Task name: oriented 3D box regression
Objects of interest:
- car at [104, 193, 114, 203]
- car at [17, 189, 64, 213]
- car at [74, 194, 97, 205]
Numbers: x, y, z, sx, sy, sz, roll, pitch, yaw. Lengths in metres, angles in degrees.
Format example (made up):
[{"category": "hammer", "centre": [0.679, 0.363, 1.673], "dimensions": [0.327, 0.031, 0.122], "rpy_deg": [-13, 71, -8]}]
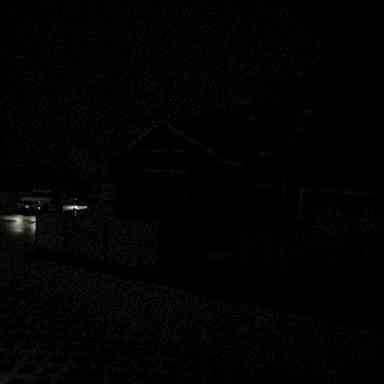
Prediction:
[{"category": "car", "centre": [-11.454, 0.914, 48.520], "dimensions": [2.033, 1.411, 5.357], "rpy_deg": [3, 1, -3]}, {"category": "car", "centre": [-13.876, 0.834, 30.925], "dimensions": [2.150, 2.045, 5.566], "rpy_deg": [3, 2, 1]}, {"category": "car", "centre": [-14.059, 0.949, 44.031], "dimensions": [1.895, 1.301, 4.718], "rpy_deg": [3, 1, -2]}]
